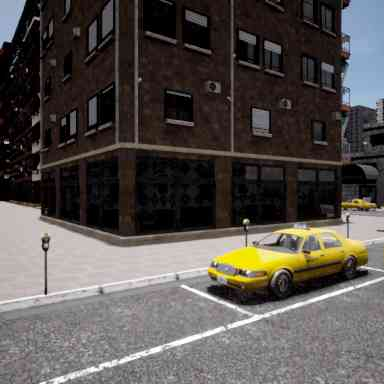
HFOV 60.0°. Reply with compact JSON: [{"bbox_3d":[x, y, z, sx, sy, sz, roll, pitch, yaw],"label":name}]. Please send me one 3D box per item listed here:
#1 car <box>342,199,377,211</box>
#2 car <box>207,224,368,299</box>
[{"bbox_3d":[19.270,1.469,39.636,1.752,1.417,4.829,0,0,-35],"label":"car"},{"bbox_3d":[2.594,1.525,8.416,4.829,1.417,1.752,0,0,-36],"label":"car"}]
